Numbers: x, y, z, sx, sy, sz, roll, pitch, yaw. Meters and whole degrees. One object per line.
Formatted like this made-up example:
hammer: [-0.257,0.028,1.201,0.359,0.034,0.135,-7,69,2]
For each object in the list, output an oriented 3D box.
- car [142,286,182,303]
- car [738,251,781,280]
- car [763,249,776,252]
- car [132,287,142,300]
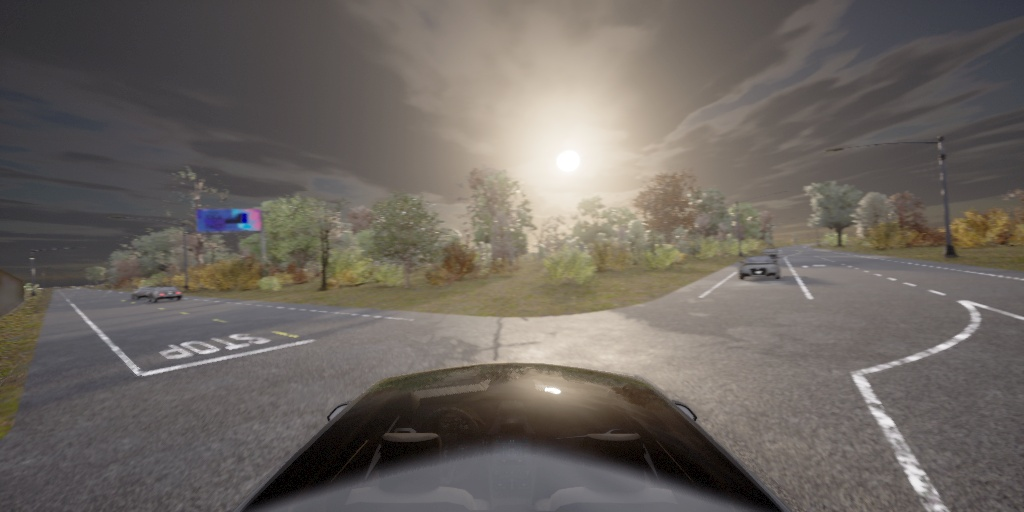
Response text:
car: [-32.611,3.542,33.660,5.357,1.411,2.033,-4,-1,38]
car: [14.984,0.670,21.731,1.994,1.385,4.181,-4,-1,36]
car: [36.919,-0.340,51.365,2.033,1.411,5.357,-4,-1,38]
car: [-40.992,4.114,40.226,4.181,1.385,1.994,-4,-1,38]
